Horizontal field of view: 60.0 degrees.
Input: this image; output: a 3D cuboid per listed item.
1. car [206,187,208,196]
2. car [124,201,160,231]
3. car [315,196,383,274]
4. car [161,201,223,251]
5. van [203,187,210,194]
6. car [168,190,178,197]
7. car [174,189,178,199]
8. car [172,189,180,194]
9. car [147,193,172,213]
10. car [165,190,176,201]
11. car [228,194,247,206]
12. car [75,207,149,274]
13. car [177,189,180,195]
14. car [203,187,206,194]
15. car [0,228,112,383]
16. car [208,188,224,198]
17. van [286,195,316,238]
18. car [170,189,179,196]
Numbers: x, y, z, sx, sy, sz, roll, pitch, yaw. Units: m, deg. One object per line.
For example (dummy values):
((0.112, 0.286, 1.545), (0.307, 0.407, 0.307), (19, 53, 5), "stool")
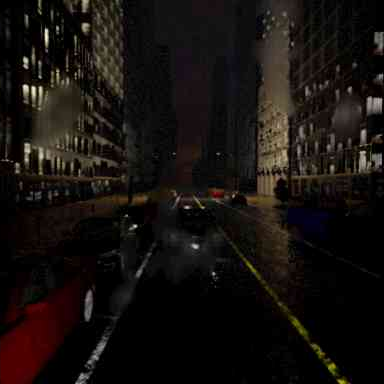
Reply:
((4.629, 0.091, 66.653), (2.192, 1.841, 5.009), (0, 1, -1), "car")
((-2.691, 1.279, 15.351), (1.802, 1.307, 4.206), (0, 1, -1), "car")
((5.804, 1.159, 9.838), (2.192, 1.841, 5.009), (0, 1, -1), "car")
((0.050, 1.299, 13.167), (2.033, 1.411, 5.357), (0, 1, -1), "car")
((4.042, -0.421, 95.060), (1.690, 1.788, 3.998), (0, 1, -1), "van")
((-3.745, 0.264, 66.313), (1.752, 1.417, 4.829), (0, 1, -1), "car")
((-3.396, 0.639, 49.439), (1.802, 1.307, 4.206), (0, 1, -1), "car")
((-4.218, -0.144, 89.209), (2.008, 1.369, 4.403), (0, 1, -1), "car")
((-2.926, 1.035, 26.713), (2.008, 1.369, 4.403), (0, 1, -1), "car")
((-3.161, 0.821, 38.076), (2.008, 1.369, 4.403), (0, 1, -1), "car")
((5.218, 0.861, 38.250), (2.008, 1.369, 4.403), (0, 1, -1), "car")
((-2.574, 1.355, 9.669), (2.008, 1.369, 4.403), (0, 1, -1), "car")
((-3.514, 0.390, 55.118), (1.967, 1.590, 4.097), (0, 1, -1), "car")
((4.395, 0.001, 78.018), (1.967, 1.590, 4.097), (0, 1, -1), "car")
((-2.456, 1.455, 3.987), (1.887, 1.381, 4.507), (0, 1, -1), "car")
((4.746, 0.198, 60.971), (2.192, 1.841, 5.009), (0, 1, -1), "car")
((5.687, 1.079, 15.520), (1.690, 1.788, 3.998), (0, 1, -1), "van")
((-3.984, 0.087, 77.846), (1.947, 1.339, 4.313), (0, 1, -1), "car")
